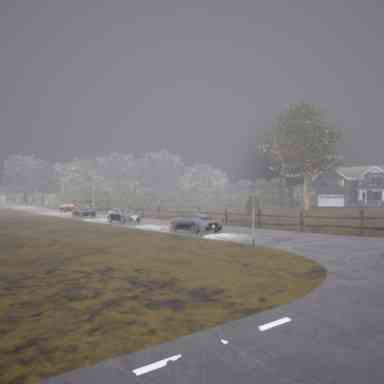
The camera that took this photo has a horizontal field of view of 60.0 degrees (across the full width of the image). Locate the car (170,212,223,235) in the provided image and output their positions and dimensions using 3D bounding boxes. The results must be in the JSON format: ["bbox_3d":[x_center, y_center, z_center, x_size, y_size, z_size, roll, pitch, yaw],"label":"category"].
[{"bbox_3d":[0.217,2.075,22.944,1.994,1.385,4.181,0,-1,-36],"label":"car"}]

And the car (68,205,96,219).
[{"bbox_3d":[-13.766,2.630,42.314,1.895,1.301,4.718,0,-1,-36],"label":"car"}]

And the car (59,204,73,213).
[{"bbox_3d":[-21.977,2.817,58.650,1.882,1.535,5.008,0,-1,-36],"label":"car"}]

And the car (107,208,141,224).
[{"bbox_3d":[-6.680,2.274,32.479,2.128,1.511,4.902,0,-1,-36],"label":"car"}]
